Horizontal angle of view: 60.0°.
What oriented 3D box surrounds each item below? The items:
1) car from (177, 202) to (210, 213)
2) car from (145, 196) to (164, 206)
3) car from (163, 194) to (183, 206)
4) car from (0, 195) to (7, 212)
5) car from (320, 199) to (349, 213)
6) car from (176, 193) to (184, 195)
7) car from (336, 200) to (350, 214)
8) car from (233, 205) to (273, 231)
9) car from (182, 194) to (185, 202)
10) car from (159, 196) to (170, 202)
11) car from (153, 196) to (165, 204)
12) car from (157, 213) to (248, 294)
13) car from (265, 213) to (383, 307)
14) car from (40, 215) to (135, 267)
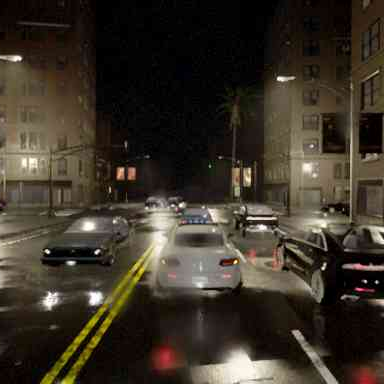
[{"bbox_3d":[0.241,1.529,18.906,2.033,1.411,5.357,0,0,1],"label":"car"},{"bbox_3d":[-6.190,1.499,52.760,2.033,1.411,5.357,0,0,1],"label":"car"},{"bbox_3d":[-2.941,1.499,52.734,2.033,1.411,5.357,0,0,0],"label":"car"},{"bbox_3d":[-20.685,1.321,31.909,5.008,1.535,1.882,0,1,-8],"label":"car"},{"bbox_3d":[17.020,1.562,37.464,5.008,1.535,1.882,0,1,1],"label":"car"},{"bbox_3d":[-2.686,1.147,73.501,2.150,2.045,5.566,0,0,0],"label":"car"},{"bbox_3d":[16.454,1.737,31.521,4.313,1.339,1.947,0,0,1],"label":"car"},{"bbox_3d":[3.402,1.475,18.245,2.128,1.511,4.902,0,0,1],"label":"car"},{"bbox_3d":[-2.816,1.541,62.843,1.895,1.301,4.718,0,0,0],"label":"car"},{"bbox_3d":[-5.947,1.478,72.083,1.994,1.385,4.181,0,0,0],"label":"car"},{"bbox_3d":[-6.083,1.467,62.172,1.812,1.442,4.674,0,0,1],"label":"car"},{"bbox_3d":[0.166,1.517,8.661,1.812,1.442,4.674,0,0,0],"label":"car"},{"bbox_3d":[3.389,1.484,7.923,2.128,1.511,4.902,0,0,1],"label":"car"},{"bbox_3d":[-3.262,1.536,11.660,2.033,1.411,5.357,0,0,0],"label":"car"}]
